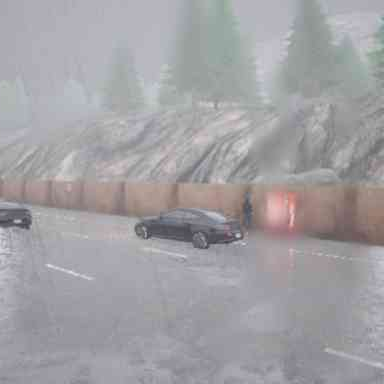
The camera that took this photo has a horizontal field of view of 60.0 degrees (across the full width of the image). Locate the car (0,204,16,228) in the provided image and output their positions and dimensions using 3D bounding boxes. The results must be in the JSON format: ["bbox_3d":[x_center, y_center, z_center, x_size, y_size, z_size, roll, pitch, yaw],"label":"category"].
[{"bbox_3d":[-7.478,1.117,9.737,4.902,1.511,2.128,2,1,38],"label":"car"}]

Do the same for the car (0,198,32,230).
[{"bbox_3d":[-9.201,0.997,15.535,4.674,1.442,1.812,2,1,38],"label":"car"}]

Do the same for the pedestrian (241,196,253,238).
[{"bbox_3d":[2.404,1.088,14.713,0.375,1.860,0.375,2,1,38],"label":"pedestrian"}]

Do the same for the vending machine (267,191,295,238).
[{"bbox_3d":[4.212,1.020,15.686,0.880,2.100,1.100,2,1,37],"label":"vending machine"}]

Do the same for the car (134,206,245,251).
[{"bbox_3d":[-0.194,1.283,13.020,4.674,1.442,1.812,2,1,37],"label":"car"}]
